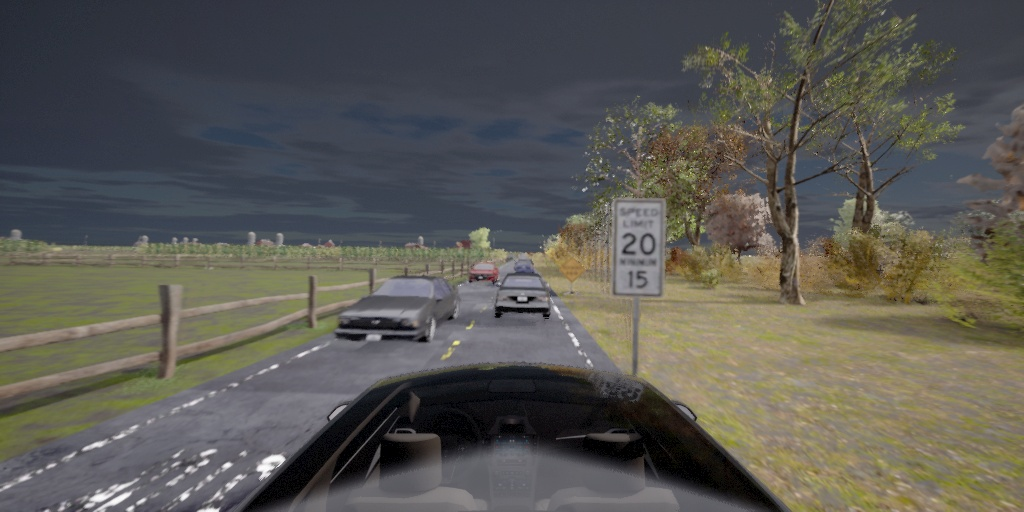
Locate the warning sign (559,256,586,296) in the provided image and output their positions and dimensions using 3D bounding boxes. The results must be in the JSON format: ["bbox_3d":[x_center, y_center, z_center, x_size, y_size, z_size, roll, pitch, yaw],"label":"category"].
[{"bbox_3d":[2.905,0.951,17.455,1.300,1.860,1.060,0,0,2],"label":"warning sign"}]

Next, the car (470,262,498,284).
[{"bbox_3d":[-2.031,1.210,26.940,1.882,1.535,5.008,1,0,2],"label":"car"}]

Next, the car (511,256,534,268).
[{"bbox_3d":[1.308,1.161,38.930,2.097,1.767,4.553,1,0,2],"label":"car"}]

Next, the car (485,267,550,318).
[{"bbox_3d":[0.391,1.321,13.142,2.033,1.411,5.357,1,0,2],"label":"car"}]

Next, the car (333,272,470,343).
[{"bbox_3d":[-2.661,1.248,9.820,2.033,1.411,5.357,1,0,2],"label":"car"}]
